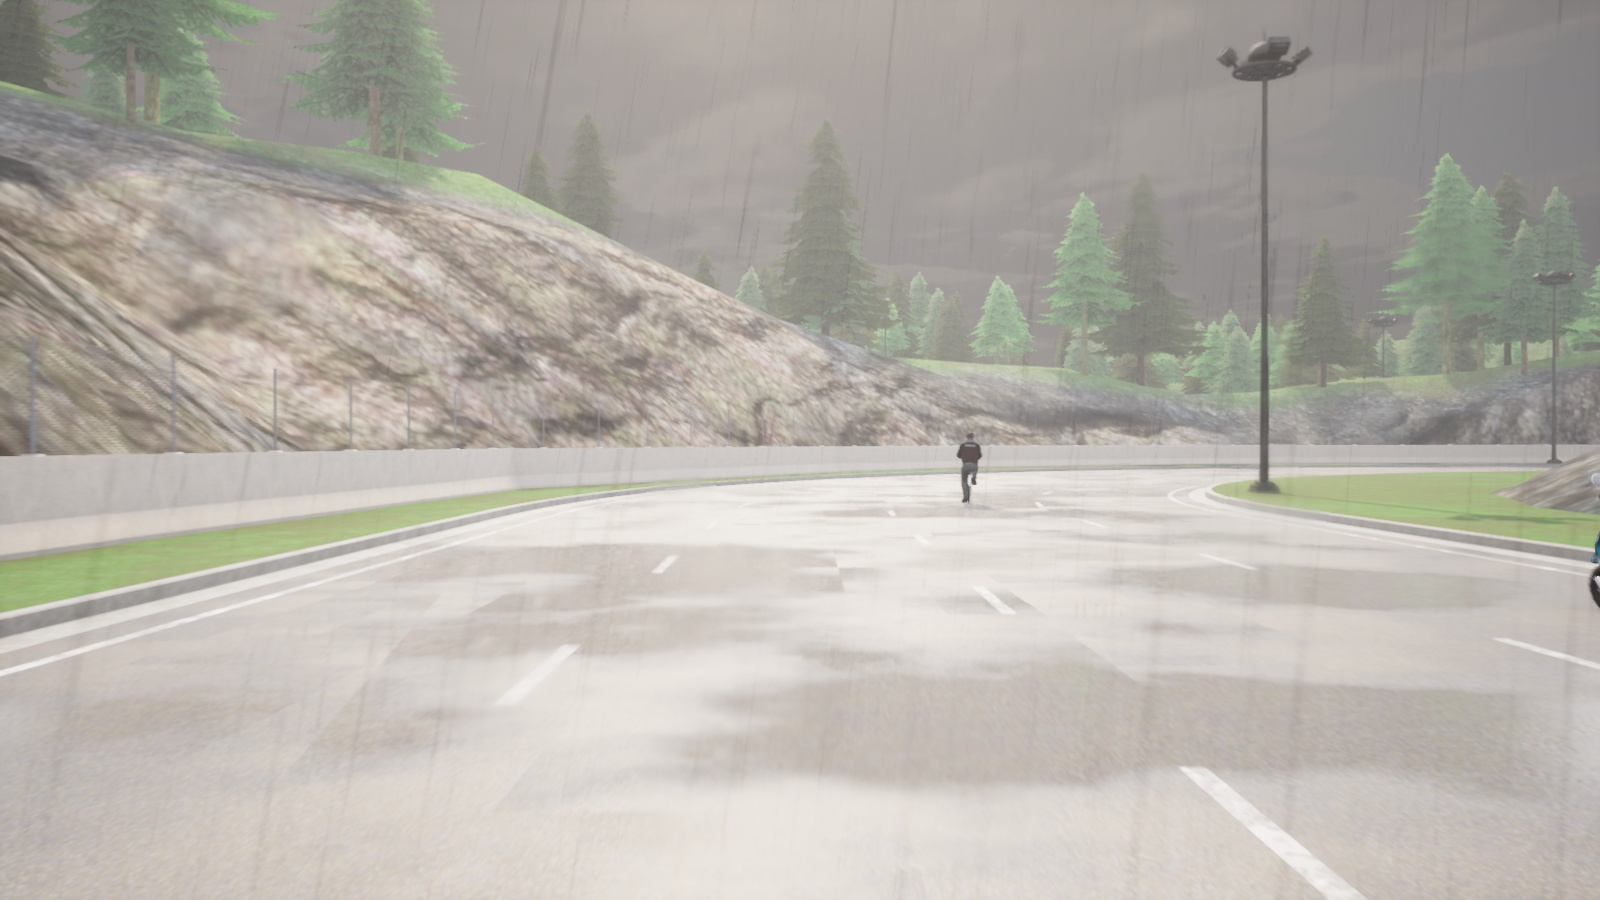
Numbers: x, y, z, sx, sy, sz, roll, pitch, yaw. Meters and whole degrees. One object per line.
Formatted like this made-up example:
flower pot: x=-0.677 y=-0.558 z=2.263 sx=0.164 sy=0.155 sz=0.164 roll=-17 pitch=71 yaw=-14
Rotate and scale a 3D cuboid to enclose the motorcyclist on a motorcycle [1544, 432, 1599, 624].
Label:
motorcyclist on a motorcycle: x=7.075 y=0.648 z=10.302 sx=0.866 sy=1.590 sz=1.817 roll=0 pitch=0 yaw=0
